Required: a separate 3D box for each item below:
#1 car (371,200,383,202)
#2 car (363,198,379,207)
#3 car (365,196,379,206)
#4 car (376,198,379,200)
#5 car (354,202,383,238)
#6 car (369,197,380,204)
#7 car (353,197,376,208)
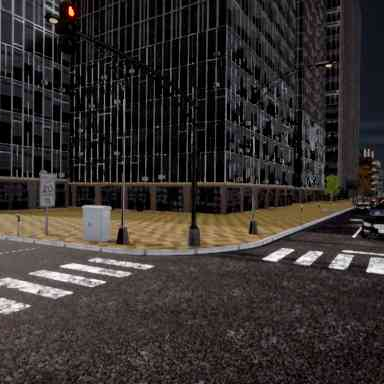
[{"bbox_3d":[14.863,1.571,25.360,1.812,1.442,4.674,1,0,31],"label":"car"},{"bbox_3d":[28.415,1.639,52.792,2.008,1.369,4.403,1,0,31],"label":"car"},{"bbox_3d":[31.254,1.542,57.610,1.967,1.590,4.097,1,0,31],"label":"car"},{"bbox_3d":[20.319,1.551,34.316,1.882,1.535,5.008,1,0,31],"label":"car"},{"bbox_3d":[9.886,1.513,17.119,2.128,1.511,4.902,1,0,31],"label":"car"},{"bbox_3d":[36.940,1.711,67.245,1.802,1.307,4.206,1,0,31],"label":"car"},{"bbox_3d":[19.780,1.597,38.406,2.008,1.369,4.403,1,0,31],"label":"car"}]
